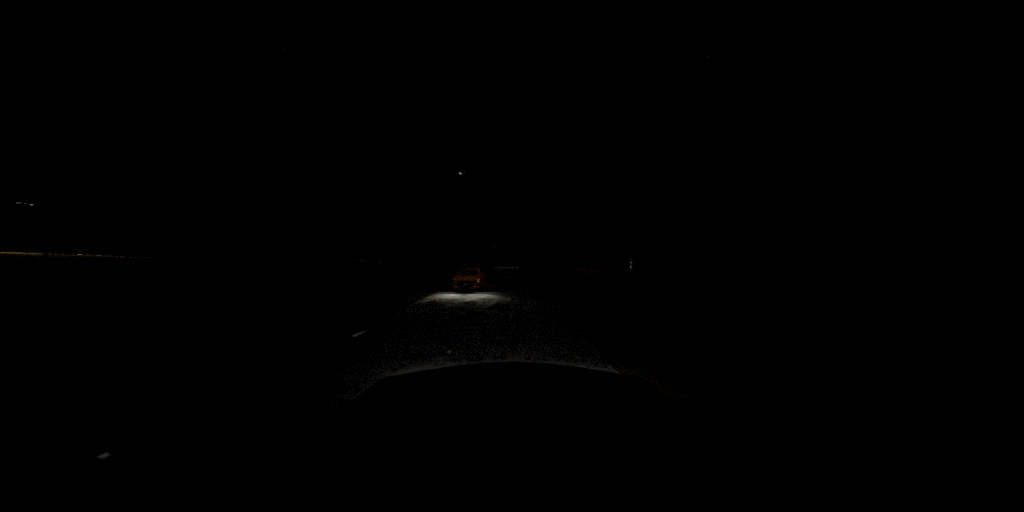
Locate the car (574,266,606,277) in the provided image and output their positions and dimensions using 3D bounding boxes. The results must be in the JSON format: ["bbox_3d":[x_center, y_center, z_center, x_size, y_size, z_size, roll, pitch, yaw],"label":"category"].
[{"bbox_3d":[12.280,2.367,56.600,5.008,1.535,1.882,2,-2,0],"label":"car"}]

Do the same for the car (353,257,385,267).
[{"bbox_3d":[-22.461,0.922,56.405,4.674,1.442,1.812,2,-2,0],"label":"car"}]

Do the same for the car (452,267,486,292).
[{"bbox_3d":[-2.849,1.518,24.420,1.882,1.535,5.008,0,-1,0],"label":"car"}]
